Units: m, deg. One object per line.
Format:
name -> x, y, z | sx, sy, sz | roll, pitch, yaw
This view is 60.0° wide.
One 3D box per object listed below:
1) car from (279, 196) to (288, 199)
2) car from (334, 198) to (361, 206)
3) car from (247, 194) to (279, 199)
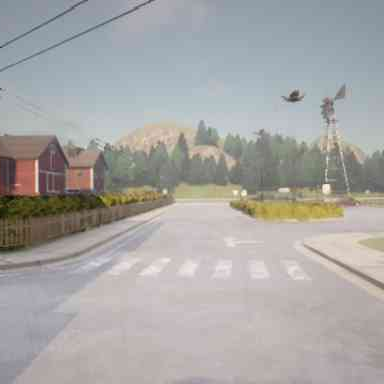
car -> 23.516, 1.735, 83.745 | 5.008, 1.535, 1.882 | 0, 0, 2
car -> 25.534, 1.630, 54.848 | 3.905, 1.438, 1.784 | 0, 0, 2
car -> 13.374, 1.476, 64.700 | 5.566, 2.045, 2.150 | 0, 0, 2
